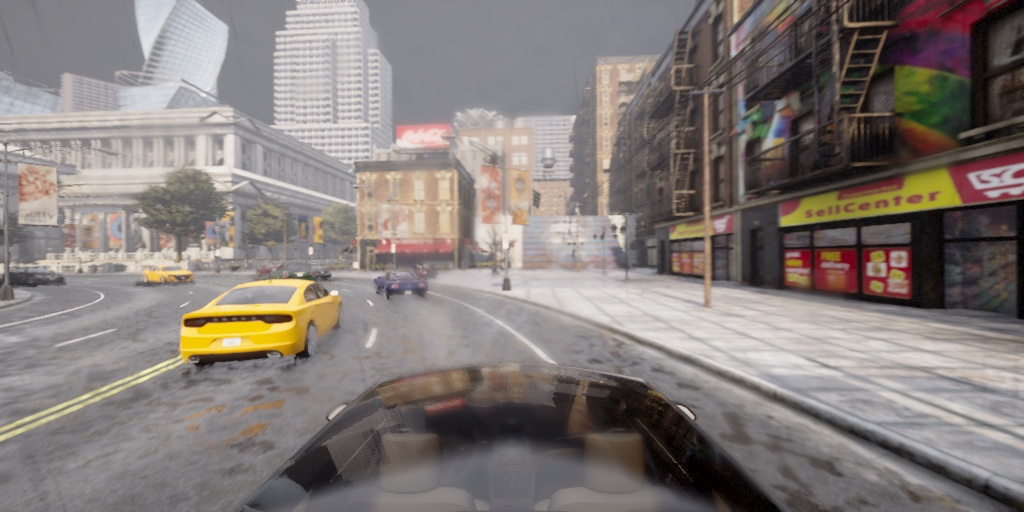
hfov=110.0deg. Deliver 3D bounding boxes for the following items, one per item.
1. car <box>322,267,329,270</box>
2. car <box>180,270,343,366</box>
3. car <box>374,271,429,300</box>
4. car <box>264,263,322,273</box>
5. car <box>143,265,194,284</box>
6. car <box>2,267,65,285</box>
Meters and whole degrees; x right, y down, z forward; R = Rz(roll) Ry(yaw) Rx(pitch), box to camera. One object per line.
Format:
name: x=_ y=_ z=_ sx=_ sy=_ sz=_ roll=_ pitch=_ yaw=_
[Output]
car: x=-18.162 y=1.463 z=31.927 sx=5.357 sy=1.411 sz=2.033 roll=-1 pitch=0 yaw=36
car: x=-5.286 y=1.276 z=8.315 sx=1.882 sy=1.535 sz=5.008 roll=0 pitch=0 yaw=-15
car: x=-5.825 y=1.403 z=18.352 sx=1.895 sy=1.301 sz=4.718 roll=-1 pitch=0 yaw=-29
car: x=-14.948 y=1.239 z=24.361 sx=2.097 sy=1.767 sz=4.553 roll=-1 pitch=0 yaw=-44
car: x=-28.594 y=1.492 z=29.848 sx=5.008 sy=1.535 sz=1.882 roll=-1 pitch=0 yaw=26
car: x=-40.816 y=1.655 z=30.567 sx=4.674 sy=1.442 sz=1.812 roll=-1 pitch=0 yaw=12
